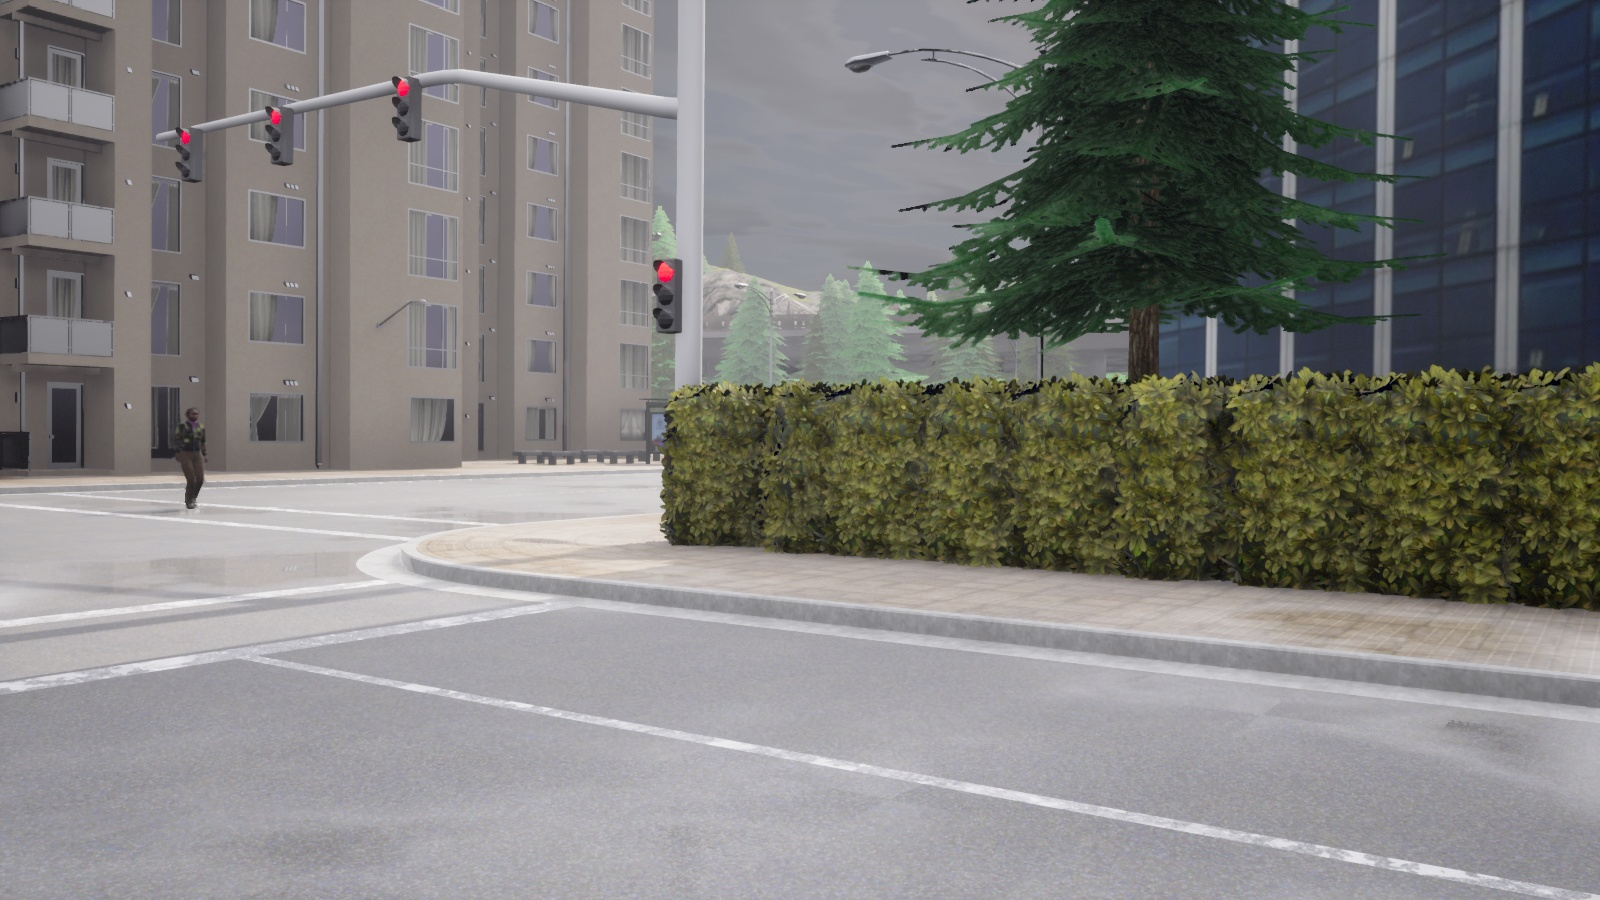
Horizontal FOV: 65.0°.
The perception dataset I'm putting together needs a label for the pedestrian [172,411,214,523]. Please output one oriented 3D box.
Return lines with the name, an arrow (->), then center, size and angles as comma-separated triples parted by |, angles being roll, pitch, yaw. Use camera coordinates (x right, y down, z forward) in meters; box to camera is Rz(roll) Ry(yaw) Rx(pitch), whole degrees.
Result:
pedestrian -> -10.661, 0.296, 22.059 | 0.692, 1.930, 0.395 | 0, 1, 41
